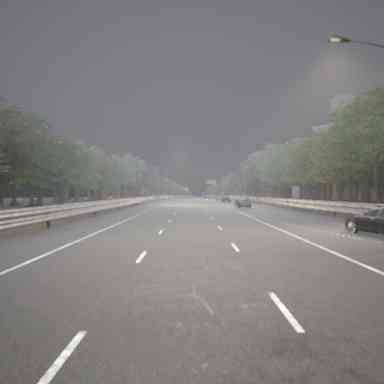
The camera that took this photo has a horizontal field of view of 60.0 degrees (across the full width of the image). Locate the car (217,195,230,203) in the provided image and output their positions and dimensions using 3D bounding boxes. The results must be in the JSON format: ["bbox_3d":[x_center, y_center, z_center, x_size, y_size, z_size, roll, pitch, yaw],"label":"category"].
[{"bbox_3d":[7.065,1.511,71.120,1.837,1.490,4.892,0,0,0],"label":"car"}]

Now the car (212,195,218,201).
[{"bbox_3d":[7.139,1.638,88.131,2.128,1.511,4.902,0,0,0],"label":"car"}]

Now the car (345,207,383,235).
[{"bbox_3d":[9.824,1.513,16.695,1.837,1.490,4.892,0,0,-13],"label":"car"}]

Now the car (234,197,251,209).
[{"bbox_3d":[7.023,1.478,46.138,2.128,1.511,4.902,0,0,0],"label":"car"}]
